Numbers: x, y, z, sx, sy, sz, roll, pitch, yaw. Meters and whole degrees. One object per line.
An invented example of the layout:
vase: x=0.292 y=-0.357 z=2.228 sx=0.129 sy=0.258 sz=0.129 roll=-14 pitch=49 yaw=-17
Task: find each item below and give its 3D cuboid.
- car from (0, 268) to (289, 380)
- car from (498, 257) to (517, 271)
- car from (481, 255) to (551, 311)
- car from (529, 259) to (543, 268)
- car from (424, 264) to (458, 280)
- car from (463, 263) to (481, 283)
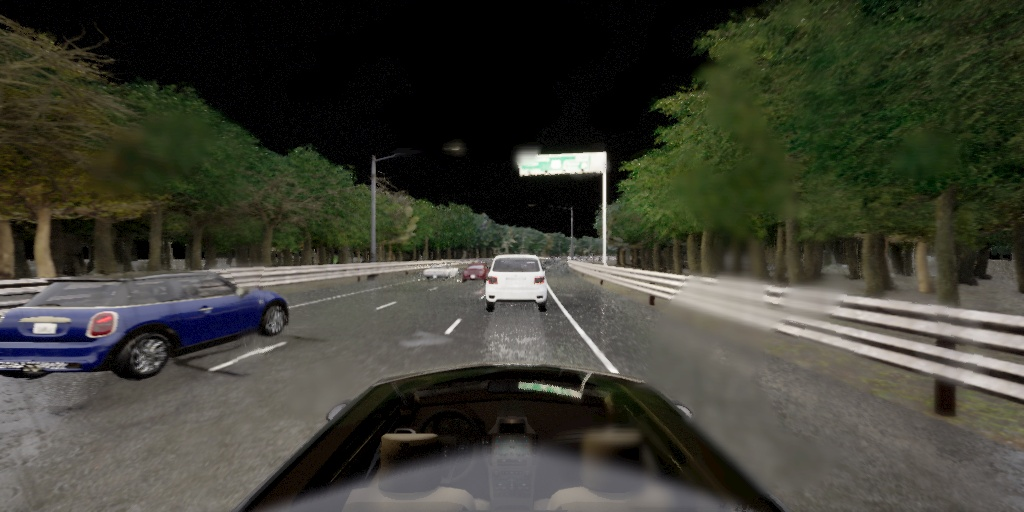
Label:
car: x=-6.839 y=1.087 z=7.405 sx=2.097 sy=1.767 sz=4.553 roll=0 pitch=0 yaw=1
car: x=-0.633 y=1.089 z=49.958 sx=2.097 sy=1.767 sz=4.553 roll=0 pitch=0 yaw=6
car: x=0.218 y=0.974 z=14.560 sx=2.150 sy=2.045 sz=5.566 roll=0 pitch=0 yaw=2
car: x=4.209 y=1.288 z=61.079 sx=2.033 sy=1.411 sz=5.357 roll=0 pitch=0 yaw=8
car: x=-5.961 y=1.335 z=30.797 sx=1.895 sy=1.301 sz=4.718 roll=0 pitch=0 yaw=4
car: x=-2.580 y=1.269 z=27.551 sx=1.812 sy=1.442 sz=4.674 roll=0 pitch=0 yaw=4
